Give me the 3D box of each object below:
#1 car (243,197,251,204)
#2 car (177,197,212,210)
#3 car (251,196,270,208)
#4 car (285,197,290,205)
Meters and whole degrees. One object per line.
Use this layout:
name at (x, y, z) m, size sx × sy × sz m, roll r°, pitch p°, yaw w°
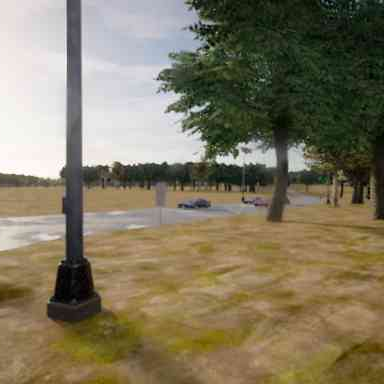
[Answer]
car at (10.427, 1.451, 55.962) m, size 2.033 × 1.411 × 5.357 m, roll 3°, pitch 1°, yaw 31°
car at (0.418, 1.351, 39.993) m, size 2.033 × 1.411 × 5.357 m, roll 3°, pitch 1°, yaw 33°
car at (10.914, 1.556, 49.912) m, size 1.994 × 1.385 × 4.181 m, roll 3°, pitch 1°, yaw 32°
car at (15.974, 1.532, 58.509) m, size 1.812 × 1.442 × 4.674 m, roll 3°, pitch 1°, yaw 30°
